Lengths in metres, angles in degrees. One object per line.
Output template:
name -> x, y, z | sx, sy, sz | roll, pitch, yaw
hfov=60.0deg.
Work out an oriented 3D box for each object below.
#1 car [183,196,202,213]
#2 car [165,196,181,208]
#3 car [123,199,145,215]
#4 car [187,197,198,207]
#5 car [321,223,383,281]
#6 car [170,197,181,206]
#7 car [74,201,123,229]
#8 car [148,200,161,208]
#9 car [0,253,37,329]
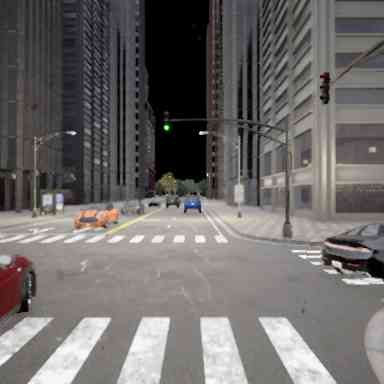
car -> 0.095, 1.553, 42.809 | 2.150, 2.045, 5.566 | 0, 0, 0
car -> -3.254, 1.658, 56.201 | 2.150, 2.045, 5.566 | 0, 0, 0
car -> -6.593, 1.641, 37.498 | 2.097, 1.767, 4.553 | 0, 0, 0
car -> 0.059, 1.849, 63.761 | 2.097, 1.767, 4.553 | 0, -1, 0
car -> 5.879, 1.570, 8.956 | 4.902, 1.511, 2.128 | 0, -1, -18
car -> -3.255, 1.875, 66.792 | 2.097, 1.767, 4.553 | 0, 0, 0
car -> -6.598, 1.532, 23.353 | 2.097, 1.767, 4.553 | 0, -1, 0
car -> -6.512, 2.054, 58.215 | 1.895, 1.301, 4.718 | 0, 0, 0
car -> -3.884, 1.389, 4.795 | 2.097, 1.767, 4.553 | 0, 0, -10
